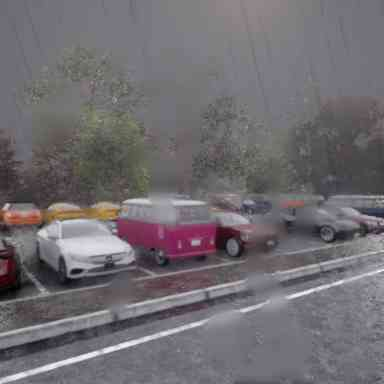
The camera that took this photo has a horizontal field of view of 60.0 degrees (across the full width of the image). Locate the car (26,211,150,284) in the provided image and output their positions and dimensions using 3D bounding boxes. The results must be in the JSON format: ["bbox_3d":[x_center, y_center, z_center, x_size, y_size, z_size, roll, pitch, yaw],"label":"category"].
[{"bbox_3d":[-3.329,1.514,9.882,2.002,1.452,4.674,0,0,-35],"label":"car"}]

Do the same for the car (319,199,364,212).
[{"bbox_3d":[18.560,1.614,41.529,2.002,1.452,4.674,1,0,-35],"label":"car"}]

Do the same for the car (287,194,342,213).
[{"bbox_3d":[13.964,1.253,38.222,2.435,2.045,5.566,1,0,-35],"label":"car"}]

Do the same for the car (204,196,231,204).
[{"bbox_3d":[0.634,1.416,28.535,1.946,1.575,5.366,0,0,-35],"label":"car"}]

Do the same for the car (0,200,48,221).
[{"bbox_3d":[-10.738,1.346,20.622,2.185,1.767,4.553,0,0,-35],"label":"car"}]

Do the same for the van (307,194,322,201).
[{"bbox_3d":[11.623,1.245,36.733,1.878,1.987,4.442,1,0,-35],"label":"van"}]

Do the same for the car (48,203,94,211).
[{"bbox_3d":[-8.598,1.462,22.178,2.097,1.535,5.008,0,0,-35],"label":"car"}]

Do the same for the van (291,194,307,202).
[{"bbox_3d":[9.469,1.212,35.198,1.878,1.987,4.442,1,-1,-35],"label":"van"}]

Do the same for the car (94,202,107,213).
[{"bbox_3d":[-6.240,1.451,23.859,2.097,1.535,5.008,0,0,-35],"label":"car"}]

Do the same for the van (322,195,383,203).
[{"bbox_3d":[10.306,1.184,19.449,1.878,1.987,4.442,0,0,-35],"label":"van"}]

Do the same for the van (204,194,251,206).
[{"bbox_3d":[2.849,1.182,30.196,1.878,1.987,4.442,0,0,-35],"label":"van"}]

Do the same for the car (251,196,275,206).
[{"bbox_3d":[5.035,1.397,31.903,2.097,1.535,5.008,0,0,-35],"label":"car"}]

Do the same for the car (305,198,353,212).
[{"bbox_3d":[16.306,1.540,39.919,2.097,1.535,5.008,1,0,-35],"label":"car"}]

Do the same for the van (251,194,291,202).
[{"bbox_3d":[7.240,1.177,33.324,1.878,1.987,4.442,0,0,-35],"label":"van"}]

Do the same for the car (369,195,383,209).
[{"bbox_3d":[29.858,1.492,49.546,2.435,2.045,5.566,1,0,-35],"label":"car"}]

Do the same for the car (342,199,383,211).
[{"bbox_3d":[22.967,1.680,44.674,2.002,1.452,4.674,1,-1,-35],"label":"car"}]

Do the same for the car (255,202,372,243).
[{"bbox_3d":[5.733,1.460,16.298,2.163,1.488,4.792,0,0,-35],"label":"car"}]

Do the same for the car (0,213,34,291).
[{"bbox_3d":[-5.606,1.514,8.293,2.163,1.488,4.792,0,0,-35],"label":"car"}]

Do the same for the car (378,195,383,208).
[{"bbox_3d":[32.115,1.526,51.153,2.435,2.045,5.566,1,-1,-35],"label":"car"}]

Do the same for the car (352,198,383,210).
[{"bbox_3d":[25.330,1.675,46.347,2.097,1.535,5.008,1,0,-35],"label":"car"}]

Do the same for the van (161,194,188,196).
[{"bbox_3d":[-1.799,1.204,27.172,1.878,1.987,4.442,0,0,-35],"label":"van"}]

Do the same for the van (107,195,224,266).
[{"bbox_3d":[-1.135,1.237,11.585,1.878,1.987,4.442,0,0,-35],"label":"van"}]

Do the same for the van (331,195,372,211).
[{"bbox_3d":[20.647,1.380,43.161,1.878,1.987,4.442,1,0,-35],"label":"van"}]

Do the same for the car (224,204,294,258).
[{"bbox_3d":[1.191,1.452,13.106,2.097,1.535,5.008,0,0,-35],"label":"car"}]

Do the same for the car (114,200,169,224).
[{"bbox_3d":[-3.983,1.441,25.465,2.231,1.521,4.892,0,0,-35],"label":"car"}]

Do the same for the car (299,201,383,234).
[{"bbox_3d":[7.976,1.460,17.936,2.002,1.452,4.674,0,0,-35],"label":"car"}]
